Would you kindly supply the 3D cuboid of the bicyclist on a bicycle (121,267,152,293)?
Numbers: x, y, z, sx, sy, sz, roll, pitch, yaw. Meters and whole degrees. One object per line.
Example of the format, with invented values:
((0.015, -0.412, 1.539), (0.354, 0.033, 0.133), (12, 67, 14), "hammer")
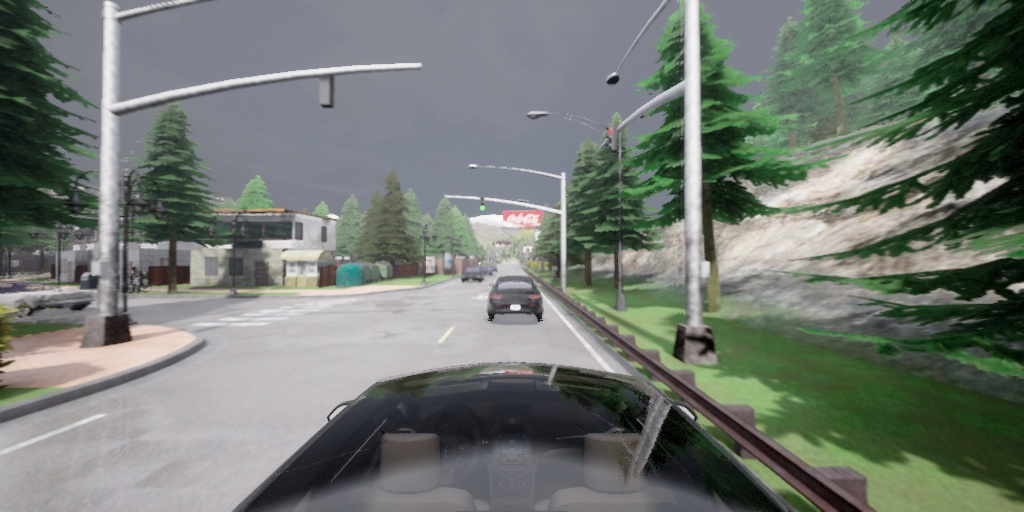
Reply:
((-23.133, 1.479, 22.131), (0.582, 1.620, 1.656), (0, 0, 7), "bicyclist on a bicycle")

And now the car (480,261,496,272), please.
((-3.582, 1.702, 46.711), (2.097, 1.767, 4.553), (0, -1, 0), "car")

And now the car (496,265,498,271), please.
((-3.529, 2.053, 62.810), (2.128, 1.511, 4.902), (0, -1, 1), "car")

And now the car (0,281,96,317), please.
((-20.013, 1.678, 14.546), (4.718, 1.301, 1.895), (0, -1, 4), "car")

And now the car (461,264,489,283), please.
((-3.592, 1.724, 33.807), (2.033, 1.411, 5.357), (0, -1, 0), "car")

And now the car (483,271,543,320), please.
((0.099, 1.428, 13.188), (1.812, 1.442, 4.674), (0, -1, 0), "car")
